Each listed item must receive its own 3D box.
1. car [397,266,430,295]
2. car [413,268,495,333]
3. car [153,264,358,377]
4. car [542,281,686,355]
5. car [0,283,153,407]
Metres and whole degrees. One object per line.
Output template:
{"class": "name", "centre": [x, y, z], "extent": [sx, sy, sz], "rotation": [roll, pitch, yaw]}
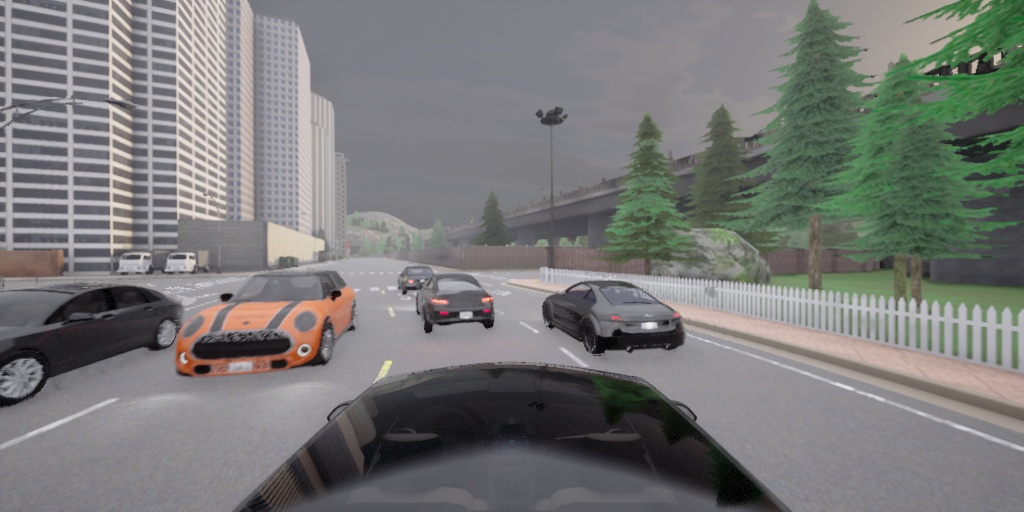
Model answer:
{"class": "car", "centre": [-5.181, 1.250, 19.624], "extent": [2.033, 1.411, 5.357], "rotation": [0, 0, -21]}
{"class": "car", "centre": [-1.815, 1.250, 10.719], "extent": [1.812, 1.442, 4.674], "rotation": [0, 0, -18]}
{"class": "car", "centre": [-4.709, 1.090, 7.640], "extent": [2.097, 1.767, 4.553], "rotation": [0, 0, -15]}
{"class": "car", "centre": [2.168, 1.286, 8.747], "extent": [1.994, 1.385, 4.181], "rotation": [0, 0, -12]}
{"class": "car", "centre": [-7.870, 1.258, 6.063], "extent": [1.837, 1.490, 4.892], "rotation": [0, -1, -14]}
